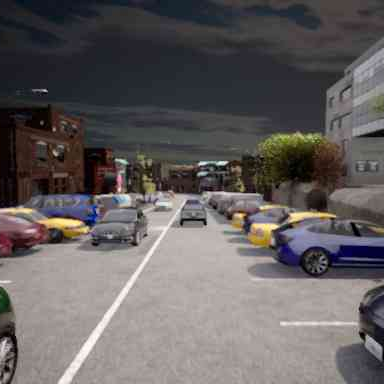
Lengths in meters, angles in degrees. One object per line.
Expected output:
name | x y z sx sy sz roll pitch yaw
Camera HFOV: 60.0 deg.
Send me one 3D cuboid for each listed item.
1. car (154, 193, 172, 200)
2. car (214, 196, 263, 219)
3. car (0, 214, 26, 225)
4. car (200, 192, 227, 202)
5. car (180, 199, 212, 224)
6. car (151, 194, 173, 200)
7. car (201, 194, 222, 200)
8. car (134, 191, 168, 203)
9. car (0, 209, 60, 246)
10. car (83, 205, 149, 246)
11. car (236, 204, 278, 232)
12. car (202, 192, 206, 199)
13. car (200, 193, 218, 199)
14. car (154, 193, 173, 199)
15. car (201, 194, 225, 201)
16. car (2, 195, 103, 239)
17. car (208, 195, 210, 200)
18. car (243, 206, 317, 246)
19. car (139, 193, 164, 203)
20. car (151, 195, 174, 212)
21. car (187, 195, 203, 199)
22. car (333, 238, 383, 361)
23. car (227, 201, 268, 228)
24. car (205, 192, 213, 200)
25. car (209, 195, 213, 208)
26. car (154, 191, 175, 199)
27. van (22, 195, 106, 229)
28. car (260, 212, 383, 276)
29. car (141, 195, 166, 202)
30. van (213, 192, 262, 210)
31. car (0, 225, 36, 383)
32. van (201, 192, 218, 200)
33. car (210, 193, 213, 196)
car | -7.680 1.086 87.444 4.553 1.767 2.185 0 0 0
car | 4.645 1.392 29.221 4.892 1.521 2.231 0 0 0
car | -7.680 1.491 9.516 4.674 1.452 2.002 0 0 0
car | 4.596 1.013 71.124 5.566 2.045 2.435 0 0 0
car | 0.091 1.475 23.781 2.033 1.411 5.357 0 0 0
car | -7.525 1.222 84.502 5.366 1.575 1.946 0 0 0
car | 4.615 1.240 79.630 4.892 1.521 2.231 0 0 0
car | -7.730 1.045 60.995 5.566 2.045 2.435 0 0 0
car | -7.682 1.483 12.183 4.674 1.452 2.002 0 0 0
car | -3.078 1.460 14.964 1.837 1.490 4.892 0 0 0
car | 4.673 1.463 15.253 4.792 1.488 2.163 0 0 0
car | 4.659 1.072 51.570 5.566 2.045 2.435 0 0 0
car | 4.611 1.174 90.693 4.892 1.521 2.231 0 1 0
car | -7.717 1.181 90.274 5.008 1.535 2.097 0 1 0
car | 4.618 1.256 73.919 5.008 1.535 2.097 0 0 0
car | -7.715 1.175 17.763 5.566 2.045 2.435 0 0 0
car | 4.633 1.397 40.395 4.674 1.452 2.002 0 0 0
car | 4.831 1.438 12.459 5.366 1.575 1.946 0 0 0
car | -7.671 1.162 63.808 4.553 1.767 2.185 0 0 0
car | -3.088 1.413 37.183 1.812 1.442 4.674 0 0 0
car | 0.084 1.345 43.861 1.882 1.535 5.008 0 0 0
car | 4.619 1.496 4.078 4.792 1.488 2.163 0 0 0
car | 4.829 1.422 18.046 5.366 1.575 1.946 0 0 0
car | 4.601 1.206 48.775 4.553 1.767 2.185 0 0 0
car | 4.632 1.374 34.932 5.008 1.535 2.097 0 0 0
car | -7.685 0.873 93.214 5.566 2.045 2.435 0 1 0
van | -7.804 1.192 20.555 4.442 1.987 1.878 0 0 0
car | 4.676 1.479 9.665 4.792 1.488 2.163 0 0 0
car | -7.701 1.319 66.747 4.674 1.452 2.002 0 0 0
van | 4.522 1.157 32.013 4.442 1.987 1.878 0 0 0
car | -3.095 1.345 2.007 2.097 1.767 4.553 0 0 0
van | 4.502 0.983 87.883 4.442 1.987 1.878 0 1 0
car | 4.667 1.240 37.602 4.553 1.767 2.185 0 0 0
